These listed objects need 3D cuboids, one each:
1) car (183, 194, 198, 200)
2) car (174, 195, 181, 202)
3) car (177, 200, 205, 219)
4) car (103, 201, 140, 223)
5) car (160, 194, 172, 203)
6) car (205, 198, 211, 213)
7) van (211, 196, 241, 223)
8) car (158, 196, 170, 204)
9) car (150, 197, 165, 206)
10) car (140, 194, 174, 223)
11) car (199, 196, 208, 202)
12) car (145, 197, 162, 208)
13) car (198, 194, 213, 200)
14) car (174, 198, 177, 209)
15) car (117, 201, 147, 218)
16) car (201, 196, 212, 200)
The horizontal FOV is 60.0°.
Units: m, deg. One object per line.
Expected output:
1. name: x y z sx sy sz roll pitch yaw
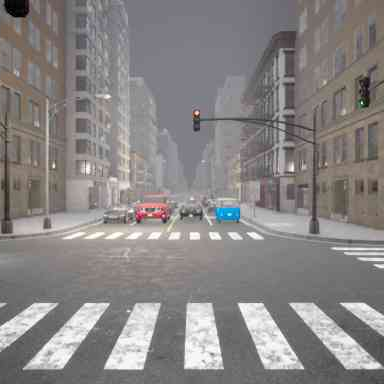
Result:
1. car: -0.064 1.536 55.136 2.033 1.411 5.357 0 0 0
2. car: -2.892 1.500 45.481 1.837 1.490 4.892 0 0 0
3. car: -0.023 1.599 28.974 1.895 1.301 4.718 0 0 1
4. car: -5.420 1.549 24.923 2.008 1.369 4.403 0 0 0
5. car: -5.475 1.292 70.377 2.192 1.841 5.009 0 0 0
6. car: 2.592 1.580 36.303 1.802 1.307 4.206 0 0 0
7. van: 2.605 1.340 24.941 1.690 1.788 3.998 0 0 0
8. car: -5.468 1.547 64.695 1.947 1.339 4.313 0 0 0
9. car: -5.454 1.556 53.332 1.947 1.339 4.313 0 0 0
10. car: -2.880 1.220 25.605 2.150 2.045 5.566 0 0 0
11. car: 2.543 1.524 76.072 2.008 1.369 4.403 0 0 0
12. car: -5.447 1.519 47.480 1.752 1.417 4.829 0 0 0
13. car: 2.571 1.305 53.348 2.192 1.841 5.009 0 0 0
14. car: -2.896 1.599 35.421 1.895 1.301 4.718 0 0 0
15. car: -5.426 1.543 30.604 1.887 1.381 4.507 0 0 0
16. car: 2.578 1.576 47.666 1.802 1.307 4.206 0 0 0
